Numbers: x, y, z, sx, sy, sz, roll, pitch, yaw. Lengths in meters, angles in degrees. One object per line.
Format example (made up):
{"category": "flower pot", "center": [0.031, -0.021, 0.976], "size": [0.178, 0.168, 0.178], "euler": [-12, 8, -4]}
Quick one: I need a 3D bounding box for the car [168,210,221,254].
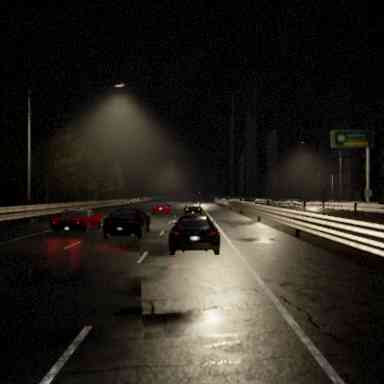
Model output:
{"category": "car", "center": [0.101, 1.651, 13.972], "size": [1.994, 1.385, 4.181], "euler": [0, 0, 0]}

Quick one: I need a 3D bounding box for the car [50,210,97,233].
{"category": "car", "center": [-6.901, 1.729, 20.529], "size": [1.895, 1.301, 4.718], "euler": [0, 0, 0]}

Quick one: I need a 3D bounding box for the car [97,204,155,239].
{"category": "car", "center": [-3.396, 1.591, 18.100], "size": [1.882, 1.535, 5.008], "euler": [0, 0, 0]}

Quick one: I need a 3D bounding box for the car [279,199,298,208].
{"category": "car", "center": [17.362, 2.020, 59.526], "size": [2.128, 1.511, 4.902], "euler": [0, 0, -18]}

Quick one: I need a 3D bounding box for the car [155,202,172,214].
{"category": "car", "center": [-3.388, 1.807, 38.101], "size": [1.994, 1.385, 4.181], "euler": [0, 0, 0]}

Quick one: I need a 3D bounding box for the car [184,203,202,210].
{"category": "car", "center": [0.109, 1.830, 36.082], "size": [1.895, 1.301, 4.718], "euler": [0, 0, 0]}
